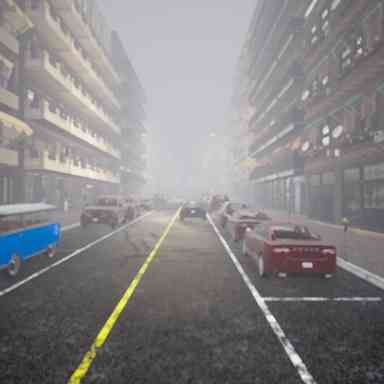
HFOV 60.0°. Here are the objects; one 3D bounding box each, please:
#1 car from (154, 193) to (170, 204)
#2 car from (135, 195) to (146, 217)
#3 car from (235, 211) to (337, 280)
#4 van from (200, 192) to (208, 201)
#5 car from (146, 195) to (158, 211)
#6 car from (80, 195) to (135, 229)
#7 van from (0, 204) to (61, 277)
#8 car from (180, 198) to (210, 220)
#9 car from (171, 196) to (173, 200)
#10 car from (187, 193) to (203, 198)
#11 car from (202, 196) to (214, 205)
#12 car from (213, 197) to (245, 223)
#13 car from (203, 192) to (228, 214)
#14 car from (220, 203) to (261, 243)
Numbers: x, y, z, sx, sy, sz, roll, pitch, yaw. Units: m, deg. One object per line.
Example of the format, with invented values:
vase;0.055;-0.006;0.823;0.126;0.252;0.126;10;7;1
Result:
car;-5.319;1.018;53.953;2.192;1.841;5.009;1;0;0
car;-5.304;1.152;26.300;2.192;1.841;5.009;1;0;0
car;2.580;1.479;9.654;1.887;1.381;4.507;1;0;0
van;2.517;0.987;70.496;1.690;1.788;3.998;1;0;0
car;-5.316;1.343;37.365;1.947;1.339;4.313;1;0;0
car;-5.301;1.183;20.771;2.192;1.841;5.009;1;0;0
van;-5.296;1.276;9.710;1.690;1.788;3.998;1;0;0
car;0.086;1.401;26.036;1.994;1.385;4.181;0;0;0
car;-5.338;1.213;76.079;1.802;1.307;4.206;1;0;0
car;0.079;1.248;41.458;2.128;1.511;4.902;0;0;0
car;2.521;1.284;53.903;1.802;1.307;4.206;1;0;0
car;2.584;1.308;20.715;1.967;1.590;4.097;1;0;0
car;2.539;1.120;31.776;2.192;1.841;5.009;1;0;0
car;2.577;1.445;15.184;1.887;1.381;4.507;1;0;0
